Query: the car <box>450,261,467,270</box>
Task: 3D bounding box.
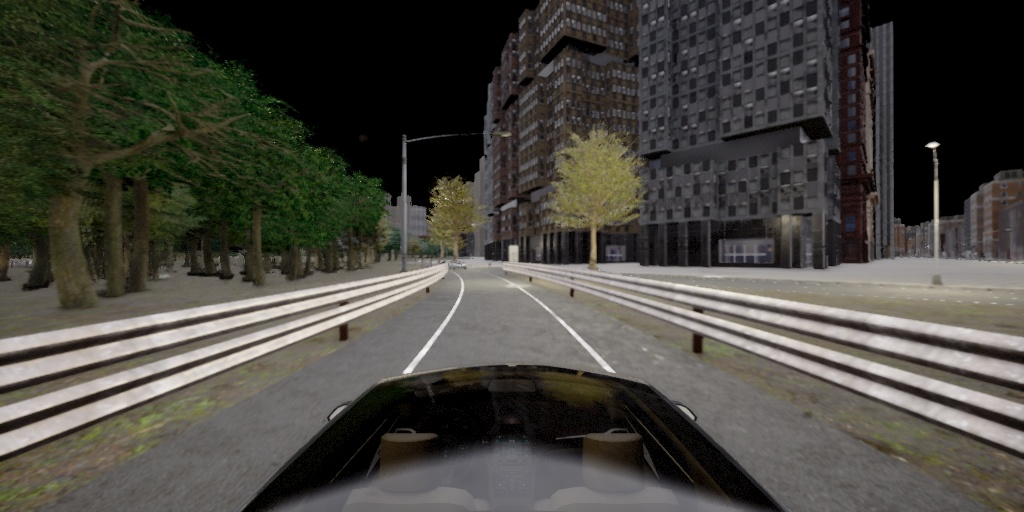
[{"bbox_3d":[-7.890,1.326,52.361,1.895,1.301,4.718,0,0,-19],"label":"car"}]
